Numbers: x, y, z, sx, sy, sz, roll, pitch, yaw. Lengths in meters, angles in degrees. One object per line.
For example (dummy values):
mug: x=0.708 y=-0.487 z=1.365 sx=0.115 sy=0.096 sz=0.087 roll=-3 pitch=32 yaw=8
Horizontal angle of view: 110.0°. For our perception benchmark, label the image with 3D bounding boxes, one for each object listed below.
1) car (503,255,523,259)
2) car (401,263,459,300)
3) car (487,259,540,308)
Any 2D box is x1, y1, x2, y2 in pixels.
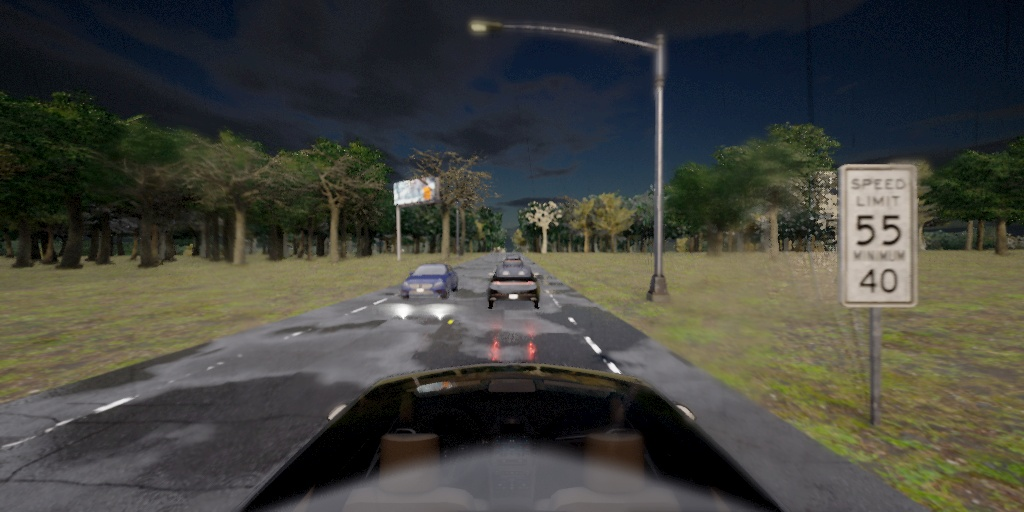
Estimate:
car: x=0.090 y=0.608 z=35.264 sx=2.128 sy=1.511 sz=4.902 roll=0 pitch=2 yaw=0
car: x=-3.562 y=1.057 z=16.312 sx=1.812 sy=1.442 sz=4.674 roll=0 pitch=1 yaw=0
car: x=0.067 y=1.064 z=14.074 sx=2.128 sy=1.511 sz=4.902 roll=0 pitch=1 yaw=0
